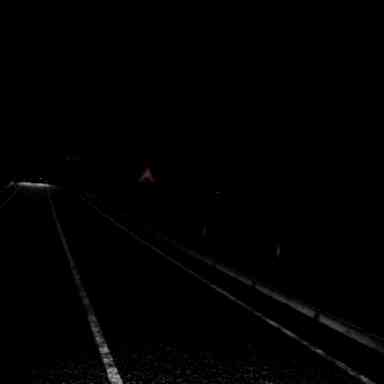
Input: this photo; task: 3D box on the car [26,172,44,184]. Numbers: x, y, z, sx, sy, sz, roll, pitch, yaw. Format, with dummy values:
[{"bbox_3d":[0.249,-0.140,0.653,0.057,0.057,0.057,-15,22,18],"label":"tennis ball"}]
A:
[{"bbox_3d":[-21.781,-2.061,46.374,1.812,1.442,4.674,4,4,-25],"label":"car"}]
